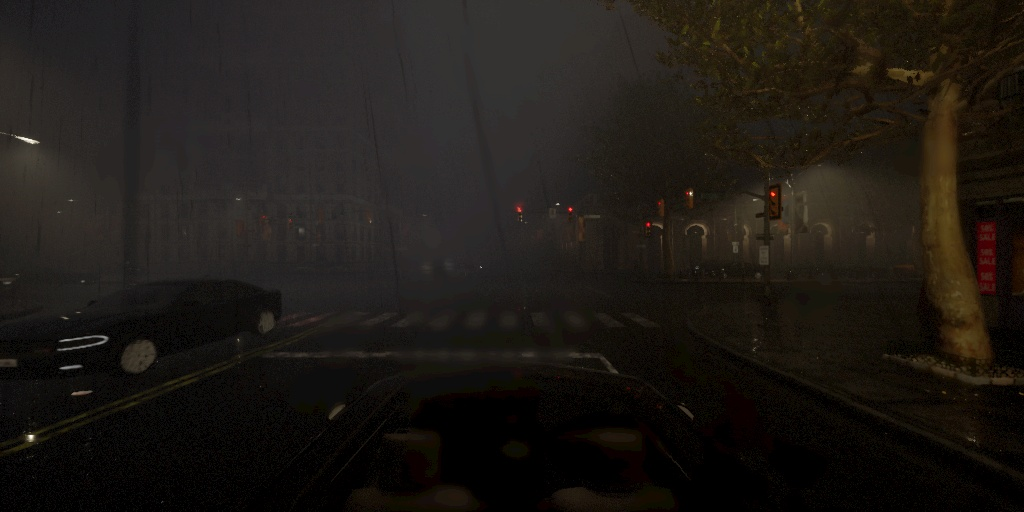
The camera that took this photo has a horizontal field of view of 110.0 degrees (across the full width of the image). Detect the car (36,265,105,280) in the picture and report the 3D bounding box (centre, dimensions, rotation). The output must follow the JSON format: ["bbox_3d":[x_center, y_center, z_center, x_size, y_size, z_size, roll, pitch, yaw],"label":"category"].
[{"bbox_3d":[-30.277,1.347,23.485,4.718,1.301,1.895,0,0,1],"label":"car"}]

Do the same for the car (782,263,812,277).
[{"bbox_3d":[29.396,1.345,34.642,4.718,1.301,1.895,0,0,1],"label":"car"}]

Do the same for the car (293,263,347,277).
[{"bbox_3d":[-18.999,1.345,35.453,4.718,1.301,1.895,0,0,-17],"label":"car"}]

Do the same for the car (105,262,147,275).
[{"bbox_3d":[-38.700,1.308,35.254,4.181,1.385,1.994,0,0,0],"label":"car"}]

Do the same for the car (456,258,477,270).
[{"bbox_3d":[-6.929,1.233,53.094,2.128,1.511,4.902,0,0,0],"label":"car"}]

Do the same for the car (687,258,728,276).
[{"bbox_3d":[19.456,1.096,34.733,4.553,1.767,2.097,0,0,0],"label":"car"}]

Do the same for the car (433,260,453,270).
[{"bbox_3d":[-10.426,1.289,54.739,2.033,1.411,5.357,0,0,0],"label":"car"}]

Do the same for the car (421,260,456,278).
[{"bbox_3d":[-6.999,1.292,33.734,2.033,1.411,5.357,0,0,0],"label":"car"}]

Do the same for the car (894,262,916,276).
[{"bbox_3d":[39.859,1.222,34.536,5.008,1.535,1.882,0,0,1],"label":"car"}]

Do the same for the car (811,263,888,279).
[{"bbox_3d":[29.383,1.346,31.142,4.718,1.301,1.895,0,0,1],"label":"car"}]

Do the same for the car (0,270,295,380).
[{"bbox_3d":[-7.076,1.226,7.534,1.882,1.535,5.008,0,0,0],"label":"car"}]

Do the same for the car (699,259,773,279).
[{"bbox_3d":[19.436,1.250,31.231,4.892,1.490,1.837,0,0,1],"label":"car"}]

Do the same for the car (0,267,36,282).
[{"bbox_3d":[-30.499,1.238,19.988,4.902,1.511,2.128,0,0,1],"label":"car"}]
